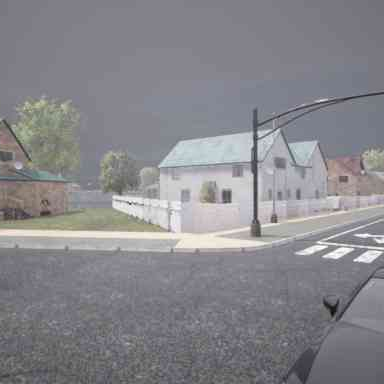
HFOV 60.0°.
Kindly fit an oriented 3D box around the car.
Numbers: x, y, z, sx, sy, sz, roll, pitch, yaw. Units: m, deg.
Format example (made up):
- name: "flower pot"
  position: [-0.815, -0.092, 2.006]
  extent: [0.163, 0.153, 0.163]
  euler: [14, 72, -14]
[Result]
- name: "car"
  position: [2.531, 1.524, 3.416]
  extent: [1.812, 1.442, 4.674]
  euler: [0, 0, 42]
